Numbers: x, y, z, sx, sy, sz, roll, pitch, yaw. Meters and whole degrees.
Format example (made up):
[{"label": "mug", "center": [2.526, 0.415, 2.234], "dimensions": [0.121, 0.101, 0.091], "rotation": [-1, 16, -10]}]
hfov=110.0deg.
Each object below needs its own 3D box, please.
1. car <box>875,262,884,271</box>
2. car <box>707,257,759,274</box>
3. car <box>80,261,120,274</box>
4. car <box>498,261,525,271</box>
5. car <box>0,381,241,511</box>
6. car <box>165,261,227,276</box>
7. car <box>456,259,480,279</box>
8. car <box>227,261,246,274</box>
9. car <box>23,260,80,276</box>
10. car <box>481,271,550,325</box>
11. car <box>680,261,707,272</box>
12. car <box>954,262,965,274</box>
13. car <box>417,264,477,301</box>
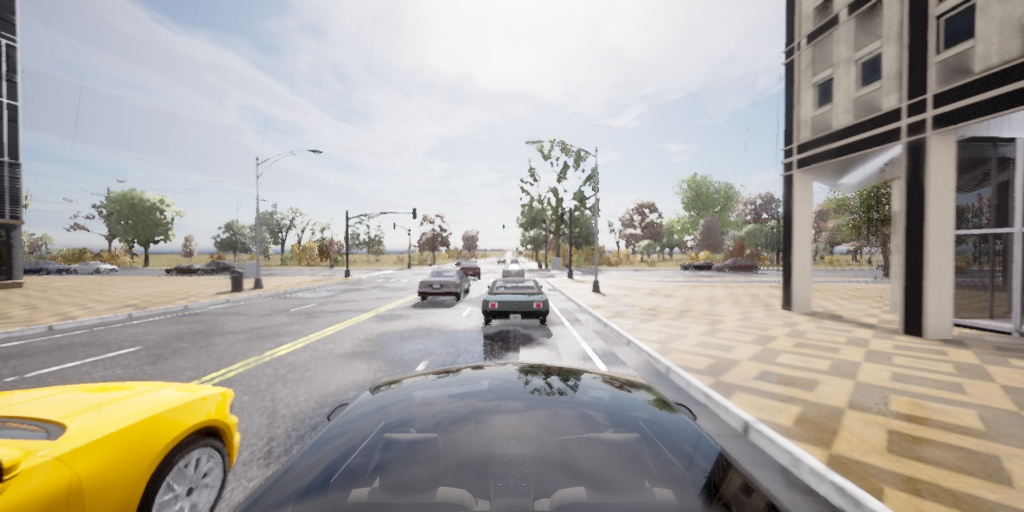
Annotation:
[{"label": "car", "center": [46.615, 0.976, 43.014], "dimensions": [4.553, 1.767, 2.097], "rotation": [0, 1, 3]}, {"label": "car", "center": [25.353, 1.048, 40.844], "dimensions": [4.553, 1.767, 2.097], "rotation": [0, 1, 3]}, {"label": "car", "center": [-48.102, 1.344, 41.322], "dimensions": [4.674, 1.442, 1.812], "rotation": [0, 1, 3]}, {"label": "car", "center": [0.100, 1.311, 28.954], "dimensions": [2.033, 1.411, 5.357], "rotation": [0, 0, 0]}, {"label": "car", "center": [-3.151, 1.227, 0.883], "dimensions": [1.882, 1.535, 5.008], "rotation": [0, 0, 0]}, {"label": "car", "center": [-33.092, 1.457, 37.361], "dimensions": [4.718, 1.301, 1.895], "rotation": [0, 1, 3]}, {"label": "car", "center": [-4.042, 1.300, 32.732], "dimensions": [1.882, 1.535, 5.008], "rotation": [1, -1, -12]}, {"label": "car", "center": [-32.373, 1.311, 40.582], "dimensions": [4.892, 1.490, 1.837], "rotation": [0, 1, 3]}, {"label": "car", "center": [-49.718, 1.221, 38.137], "dimensions": [4.553, 1.767, 2.097], "rotation": [0, 1, 3]}, {"label": "car", "center": [0.100, 1.353, 11.864], "dimensions": [1.895, 1.301, 4.718], "rotation": [0, 0, 0]}, {"label": "car", "center": [23.316, 1.251, 44.200], "dimensions": [4.718, 1.301, 1.895], "rotation": [0, 1, 3]}, {"label": "car", "center": [46.820, 1.151, 39.748], "dimensions": [5.008, 1.535, 1.882], "rotation": [0, 1, 3]}, {"label": "car", "center": [-3.150, 1.300, 17.456], "dimensions": [2.033, 1.411, 5.357], "rotation": [0, 0, 0]}]
